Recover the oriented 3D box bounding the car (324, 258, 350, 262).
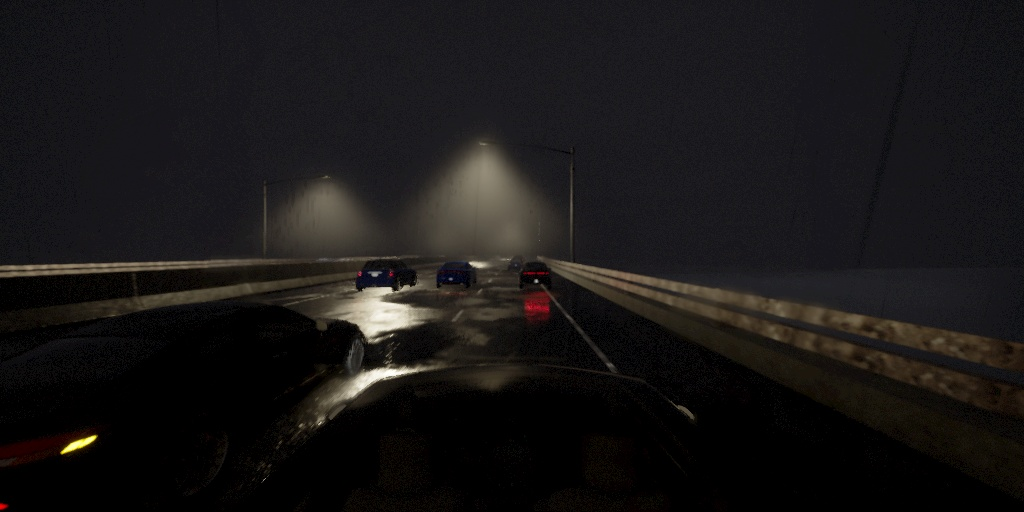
[{"bbox_3d":[-20.553,0.984,43.961,1.895,1.301,4.718,0,0,2],"label":"car"}]

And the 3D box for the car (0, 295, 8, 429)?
[{"bbox_3d":[-6.894,1.235,1.692,2.128,1.511,4.902,0,1,0],"label":"car"}]

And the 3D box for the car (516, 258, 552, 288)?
[{"bbox_3d":[1.334,1.085,21.657,1.837,1.490,4.892,0,0,1],"label":"car"}]

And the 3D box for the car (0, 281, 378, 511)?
[{"bbox_3d":[-3.393,1.250,4.189,1.812,1.442,4.674,0,1,0],"label":"car"}]

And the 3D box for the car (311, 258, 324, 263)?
[{"bbox_3d":[-23.976,0.909,46.390,2.033,1.411,5.357,0,0,2],"label":"car"}]

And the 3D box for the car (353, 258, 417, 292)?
[{"bbox_3d":[-6.798,0.937,19.958,2.097,1.767,4.553,0,0,1],"label":"car"}]

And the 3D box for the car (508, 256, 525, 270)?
[{"bbox_3d":[0.516,0.972,42.769,1.994,1.385,4.181,0,1,2],"label":"car"}]

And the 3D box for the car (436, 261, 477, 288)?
[{"bbox_3d":[-3.280,1.050,21.862,1.882,1.535,5.008,0,1,1],"label":"car"}]
